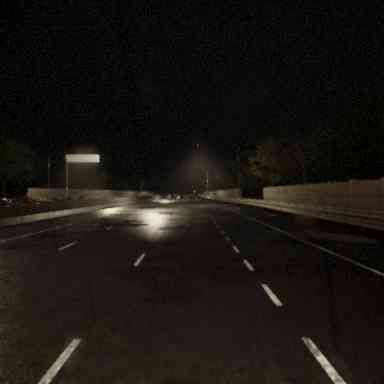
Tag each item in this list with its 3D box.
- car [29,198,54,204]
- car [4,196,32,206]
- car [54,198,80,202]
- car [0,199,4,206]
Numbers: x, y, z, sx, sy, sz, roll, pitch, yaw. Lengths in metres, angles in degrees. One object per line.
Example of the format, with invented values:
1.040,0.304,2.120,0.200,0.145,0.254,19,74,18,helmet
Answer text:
-21.003,1.797,47.932,1.895,1.301,4.718,0,0,0,car
-24.503,1.405,47.993,2.097,1.767,4.553,0,0,0,car
-17.504,1.659,47.963,2.128,1.511,4.902,0,0,0,car
-27.969,1.732,47.962,1.994,1.385,4.181,0,0,1,car
